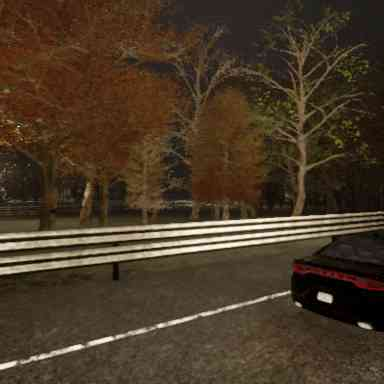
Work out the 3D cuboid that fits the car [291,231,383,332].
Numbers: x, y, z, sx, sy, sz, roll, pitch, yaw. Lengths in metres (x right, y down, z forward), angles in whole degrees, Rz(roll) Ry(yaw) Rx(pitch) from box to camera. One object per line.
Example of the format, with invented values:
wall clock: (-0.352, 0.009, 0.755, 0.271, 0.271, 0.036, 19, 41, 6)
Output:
car: (4.122, 1.532, 6.715, 5.008, 1.535, 1.882, 0, 0, -36)
